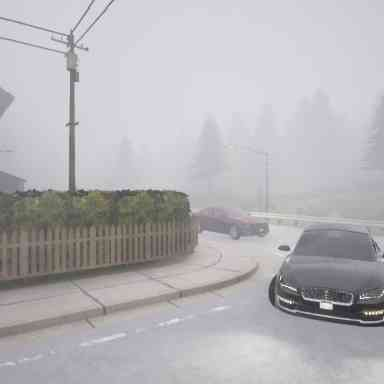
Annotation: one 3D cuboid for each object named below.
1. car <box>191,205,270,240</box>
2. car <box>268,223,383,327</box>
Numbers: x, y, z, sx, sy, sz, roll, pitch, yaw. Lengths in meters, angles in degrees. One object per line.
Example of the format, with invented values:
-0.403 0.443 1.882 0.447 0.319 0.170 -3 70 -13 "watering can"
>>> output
1.851 1.478 17.428 1.882 1.535 5.008 0 0 -33 "car"
3.151 1.505 7.292 1.837 1.490 4.892 0 0 27 "car"
